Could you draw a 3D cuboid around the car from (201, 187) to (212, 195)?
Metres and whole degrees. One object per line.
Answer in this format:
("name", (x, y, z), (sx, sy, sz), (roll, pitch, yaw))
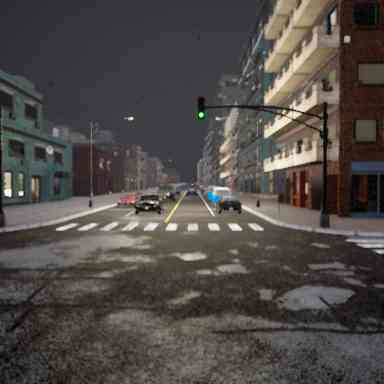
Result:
("car", (2.707, -0.240, 64.153), (1.947, 1.339, 4.313), (1, 2, 0))

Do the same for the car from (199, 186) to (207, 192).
("car", (2.709, -0.746, 80.888), (1.887, 1.381, 4.507), (1, 2, 0))

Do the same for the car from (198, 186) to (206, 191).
("car", (2.710, -1.066, 92.045), (2.008, 1.369, 4.403), (1, 2, 0))

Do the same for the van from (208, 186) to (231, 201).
("van", (2.707, 0.485, 30.674), (1.690, 1.788, 3.998), (1, 2, 0))

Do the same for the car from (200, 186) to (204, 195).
("car", (2.707, 0.034, 53.164), (1.752, 1.417, 4.829), (1, 2, 0))

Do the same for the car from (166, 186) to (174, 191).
("car", (-5.671, -0.886, 86.426), (1.947, 1.339, 4.313), (1, 2, 0))

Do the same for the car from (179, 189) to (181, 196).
("car", (-2.995, -0.057, 59.136), (1.895, 1.301, 4.718), (0, 2, 0))

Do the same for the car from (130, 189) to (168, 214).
("car", (-3.091, 0.807, 25.010), (1.837, 1.490, 4.892), (0, 2, 0))

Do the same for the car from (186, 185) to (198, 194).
("car", (0.004, -0.477, 64.959), (2.097, 1.767, 4.553), (0, 2, 0))

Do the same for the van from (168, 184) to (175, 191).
("van", (-5.666, -1.274, 91.997), (1.690, 1.788, 3.998), (1, 2, 0))

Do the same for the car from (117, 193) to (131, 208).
("car", (-5.677, 0.726, 30.647), (1.802, 1.307, 4.206), (1, 2, 0))

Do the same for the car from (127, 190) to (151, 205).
("car", (-5.675, 0.533, 36.224), (1.887, 1.381, 4.507), (1, 2, 0))

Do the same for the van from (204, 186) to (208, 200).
("van", (2.708, 0.171, 41.833), (1.690, 1.788, 3.998), (1, 2, 0))

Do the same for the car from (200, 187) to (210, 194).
("car", (2.708, -0.401, 69.731), (1.947, 1.339, 4.313), (1, 2, 0))

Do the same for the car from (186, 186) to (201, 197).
("car", (0.005, 0.022, 54.958), (1.994, 1.385, 4.181), (0, 2, 0))

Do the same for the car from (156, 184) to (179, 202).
("car", (-3.073, 0.096, 40.021), (2.150, 2.045, 5.566), (0, 3, 0))

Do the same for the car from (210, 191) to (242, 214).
("car", (2.704, 0.851, 25.103), (2.008, 1.369, 4.403), (1, 2, 0))
